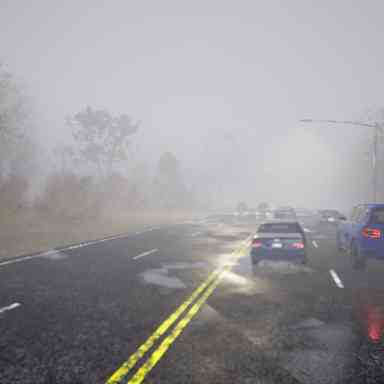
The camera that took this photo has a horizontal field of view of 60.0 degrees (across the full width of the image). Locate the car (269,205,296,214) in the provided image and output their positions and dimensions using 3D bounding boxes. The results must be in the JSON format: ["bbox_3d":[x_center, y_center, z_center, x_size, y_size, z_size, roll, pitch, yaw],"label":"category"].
[{"bbox_3d":[8.422,2.038,30.236,2.128,1.511,4.902,0,-2,16],"label":"car"}]

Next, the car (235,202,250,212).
[{"bbox_3d":[8.032,2.314,52.733,1.837,1.490,4.892,1,0,17],"label":"car"}]

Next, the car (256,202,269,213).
[{"bbox_3d":[11.157,2.393,51.845,1.837,1.490,4.892,1,0,17],"label":"car"}]

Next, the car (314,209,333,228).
[{"bbox_3d":[10.589,2.075,25.882,2.033,1.411,5.357,3,0,16],"label":"car"}]

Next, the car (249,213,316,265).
[{"bbox_3d":[3.241,1.713,12.342,2.033,1.411,5.357,-2,-2,16],"label":"car"}]

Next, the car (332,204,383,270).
[{"bbox_3d":[6.554,1.470,11.658,2.150,2.045,5.566,3,-1,16],"label":"car"}]
